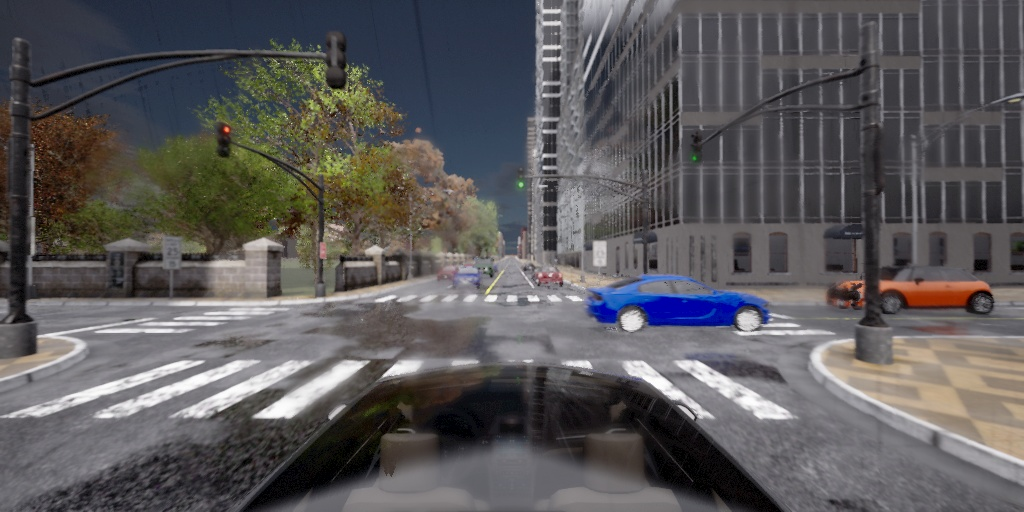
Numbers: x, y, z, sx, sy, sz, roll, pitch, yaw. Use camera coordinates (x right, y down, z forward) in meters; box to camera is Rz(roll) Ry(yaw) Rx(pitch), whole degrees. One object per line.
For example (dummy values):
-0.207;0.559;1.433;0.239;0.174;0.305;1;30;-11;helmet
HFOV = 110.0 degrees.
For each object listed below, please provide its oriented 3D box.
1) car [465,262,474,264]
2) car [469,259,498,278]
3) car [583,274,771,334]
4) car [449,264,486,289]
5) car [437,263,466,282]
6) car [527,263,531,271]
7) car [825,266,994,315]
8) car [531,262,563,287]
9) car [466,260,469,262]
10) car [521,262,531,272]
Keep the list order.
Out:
-5.668;1.630;38.576;2.007;1.370;4.403;0;0;0;car
-3.069;1.305;39.406;2.150;2.045;5.566;0;0;0;car
4.626;1.291;10.370;5.008;1.535;1.882;0;0;1;car
-3.081;1.491;25.769;1.812;1.442;4.674;0;-1;-1;car
-5.671;1.574;32.893;1.888;1.381;4.507;0;0;0;car
2.709;1.593;32.891;1.948;1.339;4.313;0;0;0;car
14.435;1.161;13.266;4.553;1.767;2.097;0;-1;1;car
2.706;1.417;27.210;1.967;1.591;4.097;0;0;0;car
-5.661;1.493;49.942;2.192;1.841;5.009;0;0;0;car
2.723;1.791;55.615;1.948;1.339;4.313;0;0;0;car
